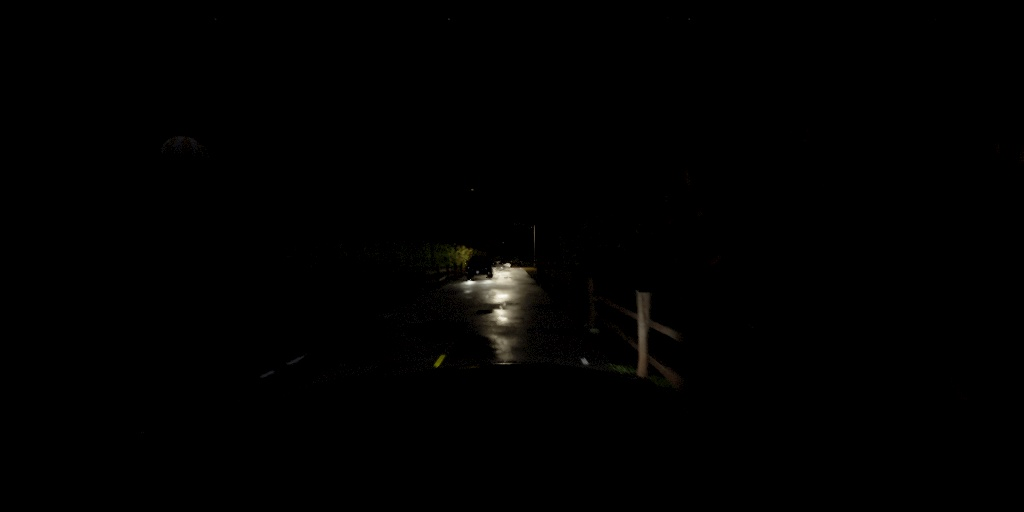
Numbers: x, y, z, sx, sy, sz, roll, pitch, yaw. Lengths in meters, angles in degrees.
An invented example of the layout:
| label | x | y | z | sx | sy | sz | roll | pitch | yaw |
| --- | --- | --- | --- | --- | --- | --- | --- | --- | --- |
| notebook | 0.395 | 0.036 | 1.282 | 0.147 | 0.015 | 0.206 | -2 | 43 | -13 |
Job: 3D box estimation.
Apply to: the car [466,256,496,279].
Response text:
| label | x | y | z | sx | sy | sz | roll | pitch | yaw |
| --- | --- | --- | --- | --- | --- | --- | --- | --- | --- |
| car | -2.858 | 0.997 | 32.556 | 2.150 | 2.045 | 5.566 | 0 | 0 | 0 |
